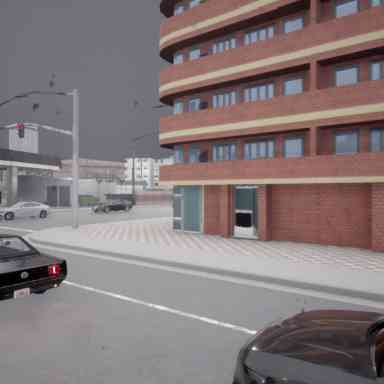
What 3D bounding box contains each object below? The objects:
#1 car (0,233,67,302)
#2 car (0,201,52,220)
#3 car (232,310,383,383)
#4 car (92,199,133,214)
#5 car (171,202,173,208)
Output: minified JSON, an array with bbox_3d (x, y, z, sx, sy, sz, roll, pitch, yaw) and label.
[{"bbox_3d":[-4.982,1.599,7.530,4.718,1.301,1.895,0,0,36],"label":"car"},{"bbox_3d":[-14.193,1.523,27.981,1.812,1.442,4.674,0,0,34],"label":"car"},{"bbox_3d":[2.600,1.514,2.141,4.892,1.490,1.837,0,0,35],"label":"car"},{"bbox_3d":[-8.607,1.510,36.153,2.128,1.511,4.902,0,0,35],"label":"car"},{"bbox_3d":[-0.957,1.400,47.242,2.097,1.767,4.553,0,0,35],"label":"car"}]
